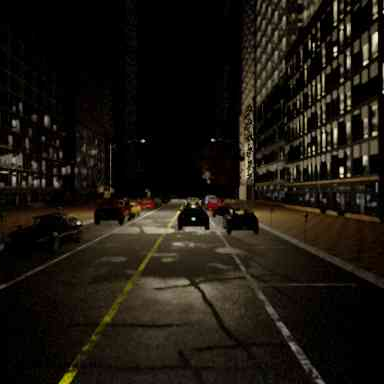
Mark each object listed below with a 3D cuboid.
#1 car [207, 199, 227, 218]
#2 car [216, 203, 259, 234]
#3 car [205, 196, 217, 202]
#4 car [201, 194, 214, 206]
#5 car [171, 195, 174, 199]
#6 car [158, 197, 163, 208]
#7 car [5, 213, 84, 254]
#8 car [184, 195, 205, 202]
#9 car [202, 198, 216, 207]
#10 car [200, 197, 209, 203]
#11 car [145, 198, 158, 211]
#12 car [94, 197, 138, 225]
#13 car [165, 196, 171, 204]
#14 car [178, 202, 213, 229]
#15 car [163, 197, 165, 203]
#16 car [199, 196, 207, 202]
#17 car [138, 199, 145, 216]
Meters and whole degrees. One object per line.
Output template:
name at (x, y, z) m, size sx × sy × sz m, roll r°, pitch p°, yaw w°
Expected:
car at (2.679, 1.573, 30.328) m, size 1.887 × 1.381 × 4.507 m, roll 0°, pitch 0°, yaw 0°
car at (2.682, 1.568, 18.992) m, size 2.008 × 1.369 × 4.403 m, roll 0°, pitch 0°, yaw 0°
car at (2.675, 1.584, 41.664) m, size 1.887 × 1.381 × 4.507 m, roll 0°, pitch 0°, yaw 0°
car at (2.670, 1.368, 58.668) m, size 2.192 × 1.841 × 5.009 m, roll 0°, pitch 0°, yaw 0°
car at (-5.715, 1.648, 75.671) m, size 1.802 × 1.307 × 4.206 m, roll 0°, pitch 0°, yaw 0°
car at (-5.707, 1.610, 47.331) m, size 1.947 × 1.339 × 4.313 m, roll 0°, pitch 0°, yaw 0°
car at (-5.696, 1.563, 13.323) m, size 2.008 × 1.369 × 4.403 m, roll 0°, pitch 0°, yaw 0°
car at (0.088, 1.389, 39.868) m, size 2.097 × 1.767 × 4.553 m, roll 0°, pitch 0°, yaw 0°
car at (2.672, 1.599, 53.000) m, size 2.008 × 1.369 × 4.403 m, roll 0°, pitch 0°, yaw 0°
car at (2.667, 1.644, 70.004) m, size 1.802 × 1.307 × 4.206 m, roll 0°, pitch 0°, yaw 0°
car at (-5.705, 1.584, 41.663) m, size 1.887 × 1.381 × 4.507 m, roll 0°, pitch 0°, yaw 0°
car at (-5.700, 1.338, 24.659) m, size 2.192 × 1.841 × 5.009 m, roll 0°, pitch 0°, yaw 0°
car at (-5.711, 1.624, 64.334) m, size 1.947 × 1.339 × 4.313 m, roll 0°, pitch 0°, yaw 0°
car at (0.092, 1.584, 21.843) m, size 1.994 × 1.385 × 4.181 m, roll 0°, pitch 0°, yaw 0°
car at (-5.708, 1.574, 52.829) m, size 1.752 × 1.417 × 4.829 m, roll 0°, pitch 0°, yaw 0°
car at (2.664, 1.636, 81.341) m, size 1.947 × 1.339 × 4.313 m, roll 0°, pitch 0°, yaw 0°
car at (-5.702, 1.554, 30.157) m, size 1.752 × 1.417 × 4.829 m, roll 0°, pitch 0°, yaw 0°
